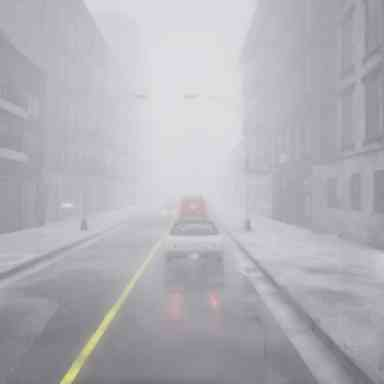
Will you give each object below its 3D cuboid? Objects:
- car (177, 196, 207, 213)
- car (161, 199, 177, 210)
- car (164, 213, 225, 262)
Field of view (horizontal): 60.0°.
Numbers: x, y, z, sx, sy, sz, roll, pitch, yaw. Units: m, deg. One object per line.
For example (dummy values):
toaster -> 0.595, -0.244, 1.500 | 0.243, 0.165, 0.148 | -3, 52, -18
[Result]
car -> 0.100, 1.348, 28.047 | 2.150, 2.045, 5.566 | 0, 0, 0
car -> -3.060, 1.709, 45.733 | 1.837, 1.490, 4.892 | 0, 0, 0
car -> 0.087, 1.658, 12.272 | 1.895, 1.301, 4.718 | 0, 0, 0
